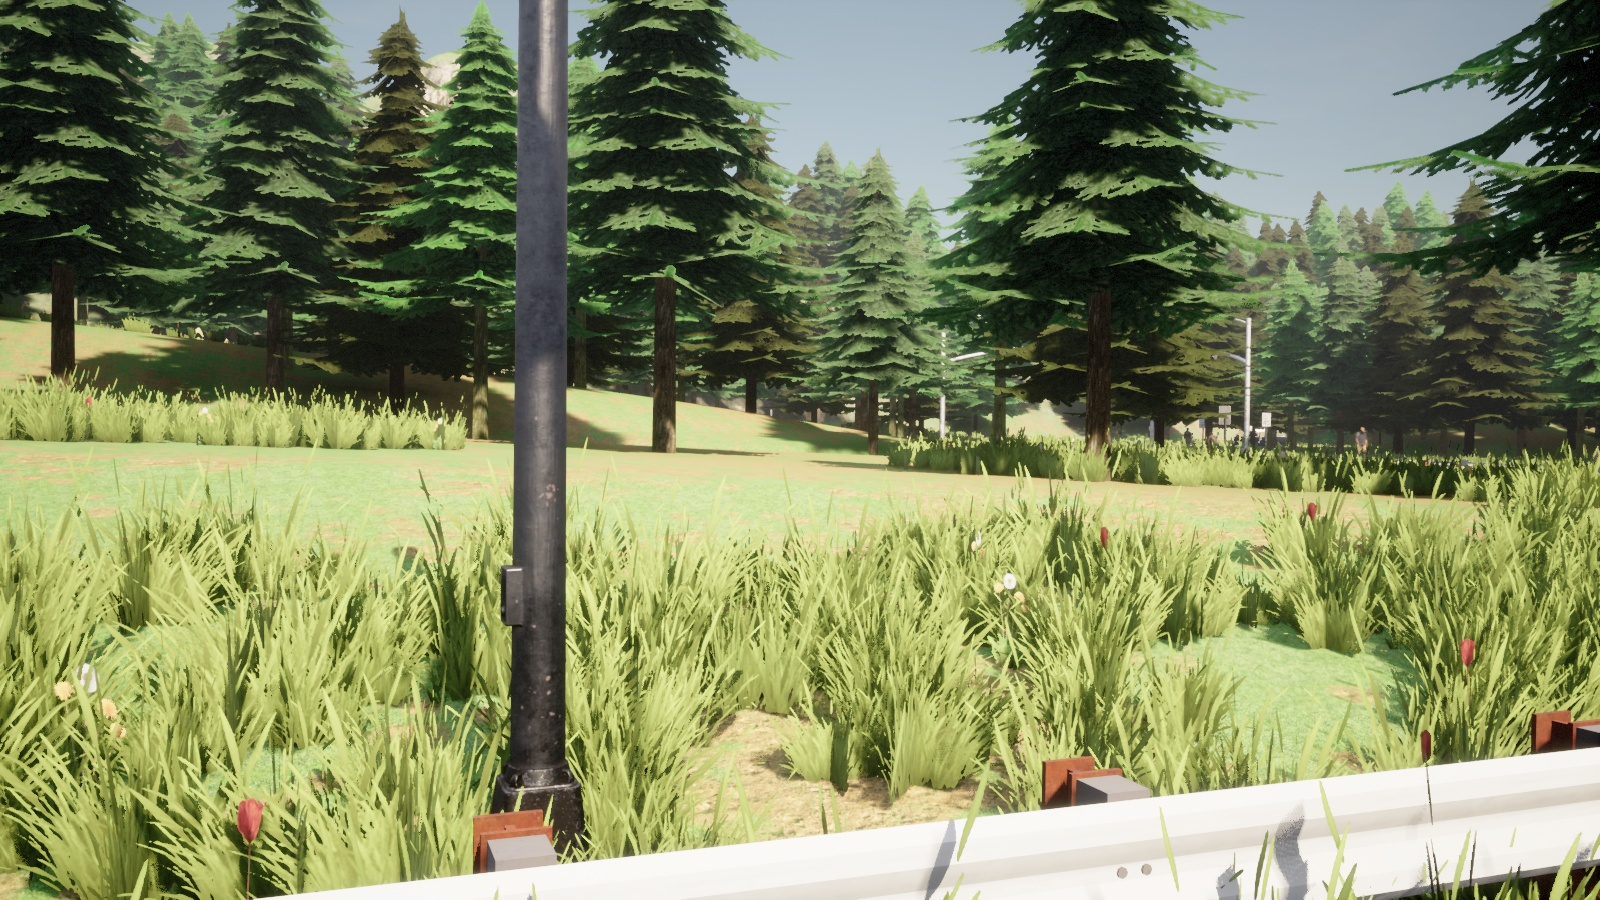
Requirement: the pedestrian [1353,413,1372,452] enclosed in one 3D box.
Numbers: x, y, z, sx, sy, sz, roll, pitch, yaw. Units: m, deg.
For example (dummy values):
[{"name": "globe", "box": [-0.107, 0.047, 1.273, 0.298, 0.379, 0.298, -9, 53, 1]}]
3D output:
[{"name": "pedestrian", "box": [26.685, -0.824, 59.590, 0.540, 1.848, 0.694, -1, 1, -2]}]
